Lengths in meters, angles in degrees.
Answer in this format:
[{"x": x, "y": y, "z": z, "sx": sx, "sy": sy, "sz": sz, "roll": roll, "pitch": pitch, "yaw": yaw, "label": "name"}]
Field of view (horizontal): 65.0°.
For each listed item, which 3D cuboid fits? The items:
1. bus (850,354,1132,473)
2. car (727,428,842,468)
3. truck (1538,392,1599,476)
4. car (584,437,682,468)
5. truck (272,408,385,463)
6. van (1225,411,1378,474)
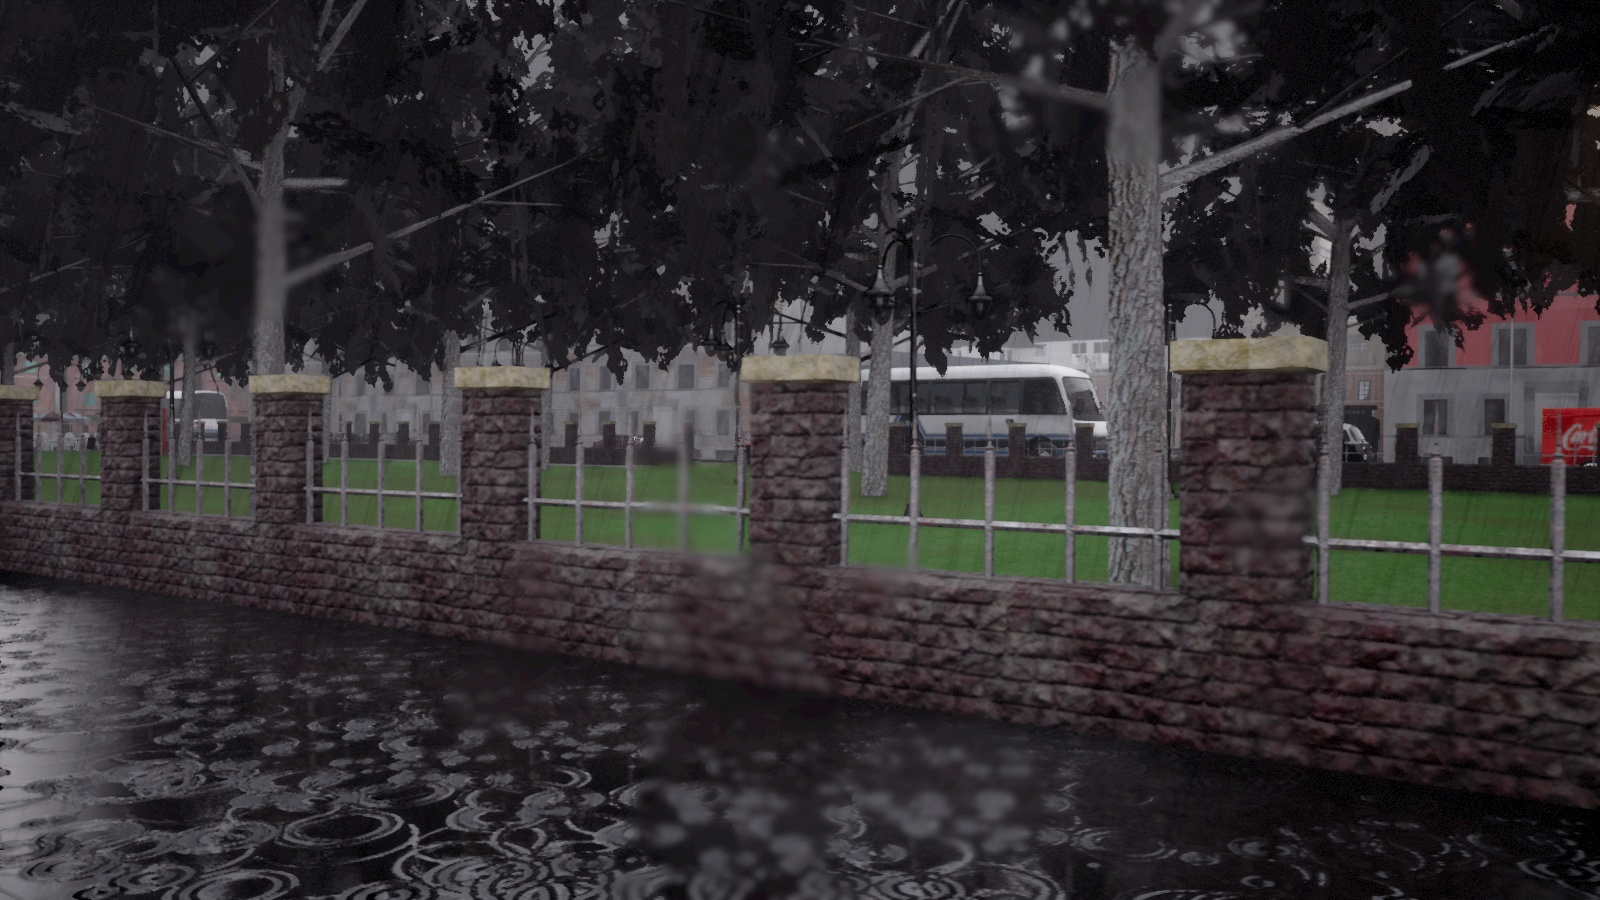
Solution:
[{"x": 7.398, "y": -1.338, "z": 49.611, "sx": 10.273, "sy": 4.253, "sz": 3.944, "roll": 0, "pitch": 1, "yaw": 35, "label": "bus"}, {"x": -0.705, "y": -0.100, "z": 55.390, "sx": 4.611, "sy": 1.667, "sz": 2.242, "roll": 0, "pitch": 1, "yaw": 36, "label": "car"}, {"x": 24.997, "y": -0.486, "z": 37.164, "sx": 5.204, "sy": 2.467, "sz": 2.627, "roll": 0, "pitch": 1, "yaw": 36, "label": "truck"}, {"x": -8.098, "y": 0.098, "z": 60.631, "sx": 4.674, "sy": 1.442, "sz": 1.812, "roll": 0, "pitch": 1, "yaw": 35, "label": "car"}, {"x": -30.630, "y": -0.921, "z": 81.451, "sx": 7.936, "sy": 3.462, "sz": 2.891, "roll": 0, "pitch": 1, "yaw": 35, "label": "truck"}, {"x": 17.065, "y": -0.259, "z": 42.780, "sx": 4.480, "sy": 2.038, "sz": 2.069, "roll": 0, "pitch": 1, "yaw": 35, "label": "van"}]
